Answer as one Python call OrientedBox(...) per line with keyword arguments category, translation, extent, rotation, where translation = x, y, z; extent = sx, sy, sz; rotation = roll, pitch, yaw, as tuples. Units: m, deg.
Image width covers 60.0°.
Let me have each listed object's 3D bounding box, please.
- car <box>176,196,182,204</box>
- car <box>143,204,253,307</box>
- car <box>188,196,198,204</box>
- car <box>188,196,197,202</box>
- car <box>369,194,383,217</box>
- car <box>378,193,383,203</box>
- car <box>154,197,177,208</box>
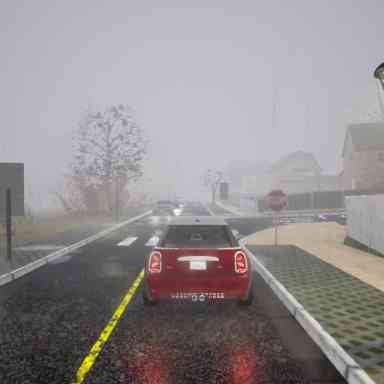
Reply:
OrientedBox(category="car", translation=(-2.752, 1.618, 47.436), extent=(1.895, 1.301, 4.718), rotation=(0, 0, 0))
OrientedBox(category="car", translation=(0.115, 1.351, 8.158), extent=(2.097, 1.767, 4.553), rotation=(0, 0, 0))
OrientedBox(category="car", translation=(0.221, 1.559, 63.905), extent=(1.812, 1.442, 4.674), rotation=(0, 0, 0))
OrientedBox(category="car", translation=(0.147, 1.604, 75.569), extent=(1.994, 1.385, 4.181), rotation=(0, 0, 0))
OrientedBox(category="car", translation=(13.938, 0.729, 20.782), extent=(4.718, 1.301, 1.895), rotation=(-3, 0, 15))
OrientedBox(category="car", translation=(11.598, 0.719, 18.296), extent=(5.008, 1.535, 1.882), rotation=(-3, 0, 14))
OrientedBox(category="car", translation=(-2.784, 1.533, 33.287), extent=(1.812, 1.442, 4.674), rotation=(0, 0, 0))
